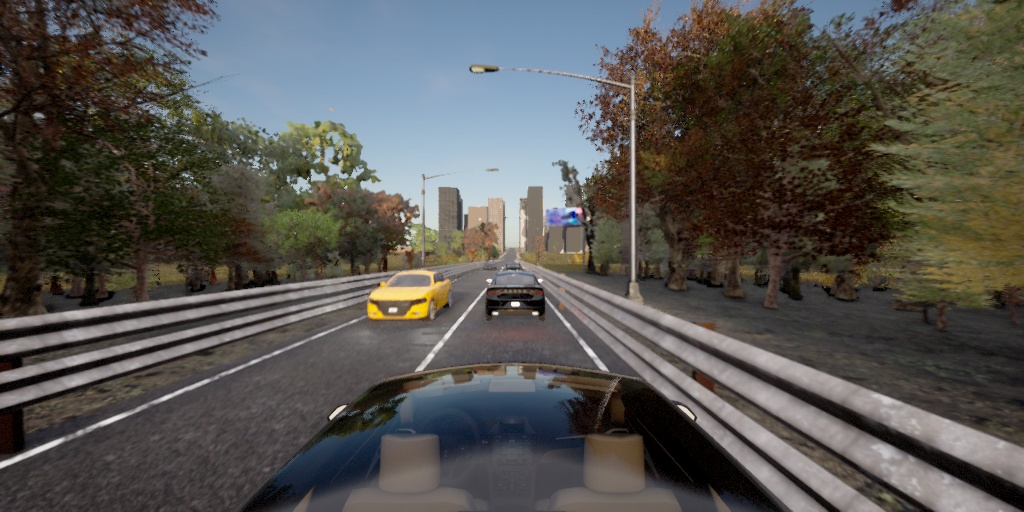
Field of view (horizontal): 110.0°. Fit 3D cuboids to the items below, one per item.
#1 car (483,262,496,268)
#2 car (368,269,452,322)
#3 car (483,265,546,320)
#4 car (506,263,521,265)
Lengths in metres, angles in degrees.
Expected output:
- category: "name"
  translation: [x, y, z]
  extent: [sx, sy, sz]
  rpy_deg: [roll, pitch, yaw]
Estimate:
- category: "car"
  translation: [-3.325, 1.536, 54.565]
  extent: [1.994, 1.385, 4.181]
  rpy_deg: [0, 0, 0]
- category: "car"
  translation: [-3.347, 1.249, 12.589]
  extent: [1.882, 1.535, 5.008]
  rpy_deg: [0, 0, 0]
- category: "car"
  translation: [0.100, 1.250, 12.831]
  extent: [1.882, 1.535, 5.008]
  rpy_deg: [0, 0, 0]
- category: "car"
  translation: [0.103, 1.370, 32.581]
  extent: [1.837, 1.490, 4.892]
  rpy_deg: [0, 0, 0]
